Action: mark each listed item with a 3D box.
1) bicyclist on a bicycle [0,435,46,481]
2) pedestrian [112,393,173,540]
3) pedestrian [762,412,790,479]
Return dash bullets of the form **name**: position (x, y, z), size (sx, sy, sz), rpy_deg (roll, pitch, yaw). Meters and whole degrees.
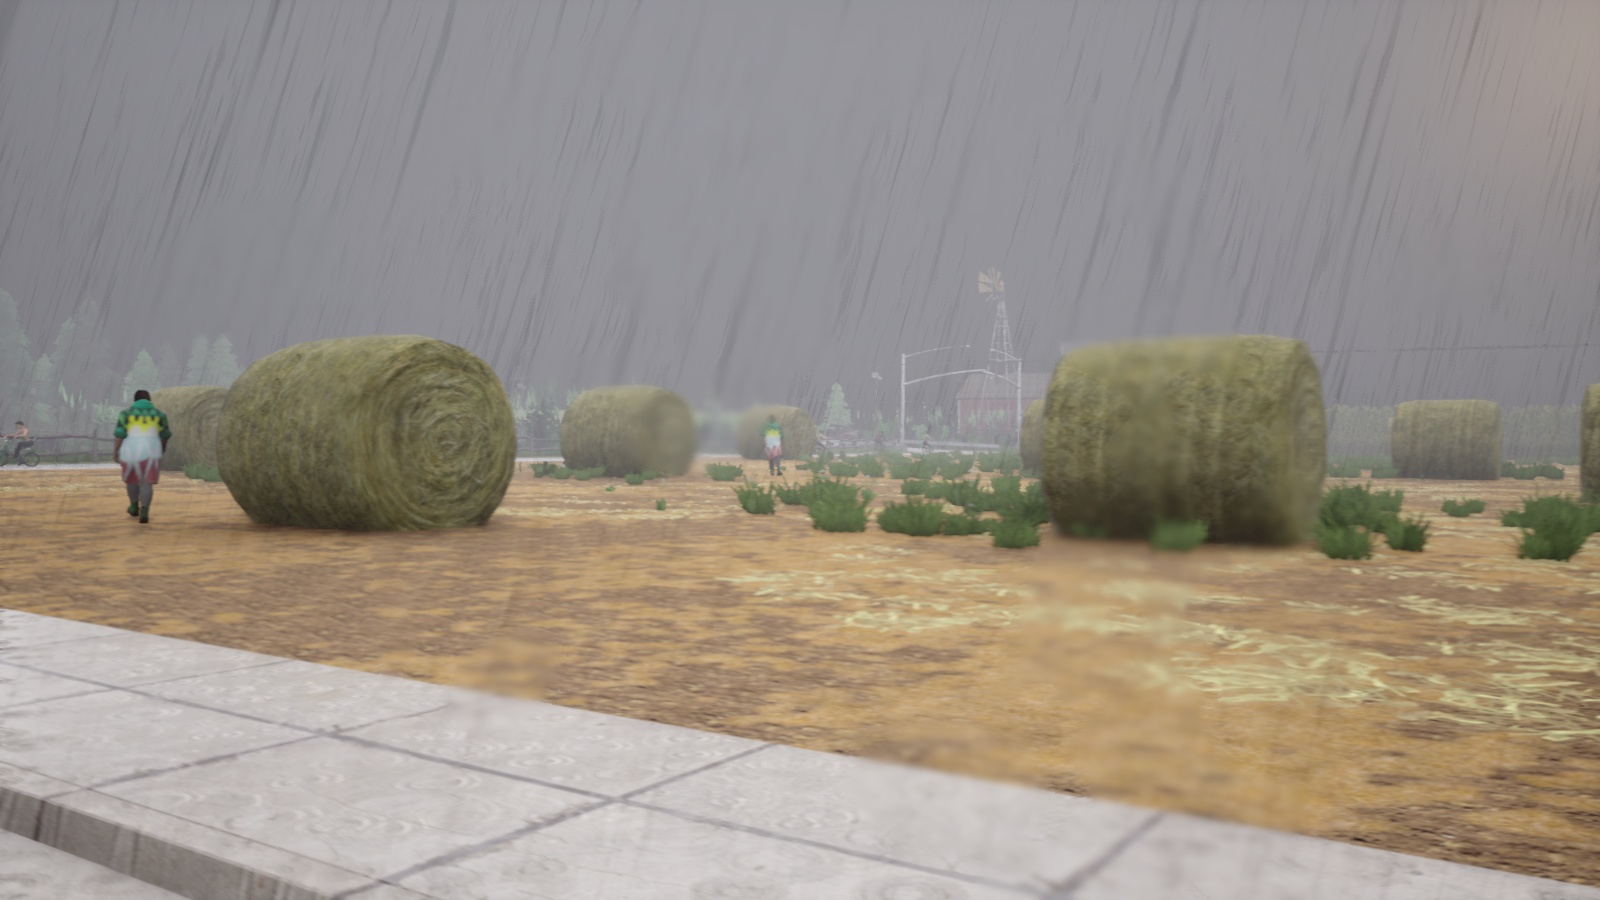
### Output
- **bicyclist on a bicycle**: position (-27.460, 0.280, 44.037), size (0.866, 1.612, 1.509), rpy_deg (0, -1, 37)
- **pedestrian**: position (-9.037, 0.212, 17.244), size (0.659, 1.952, 0.873), rpy_deg (-1, 1, -32)
- **pedestrian**: position (-0.711, -0.145, 37.237), size (0.659, 1.952, 0.873), rpy_deg (-1, 1, -13)
